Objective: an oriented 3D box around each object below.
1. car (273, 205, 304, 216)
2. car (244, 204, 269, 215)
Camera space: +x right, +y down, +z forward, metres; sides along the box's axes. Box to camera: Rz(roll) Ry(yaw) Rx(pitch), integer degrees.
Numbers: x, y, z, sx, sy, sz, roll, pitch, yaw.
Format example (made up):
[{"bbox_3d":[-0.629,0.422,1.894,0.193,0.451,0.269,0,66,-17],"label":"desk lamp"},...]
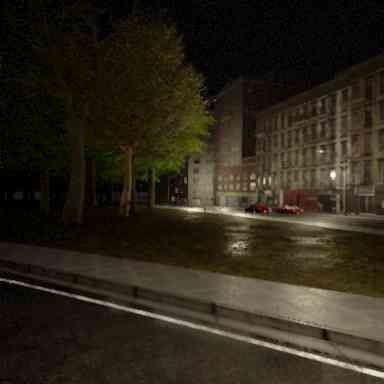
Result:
[{"bbox_3d":[12.535,2.412,43.620,1.895,1.301,4.718,1,-1,-18],"label":"car"},{"bbox_3d":[8.702,2.346,44.906,1.812,1.442,4.674,1,-1,-18],"label":"car"}]
